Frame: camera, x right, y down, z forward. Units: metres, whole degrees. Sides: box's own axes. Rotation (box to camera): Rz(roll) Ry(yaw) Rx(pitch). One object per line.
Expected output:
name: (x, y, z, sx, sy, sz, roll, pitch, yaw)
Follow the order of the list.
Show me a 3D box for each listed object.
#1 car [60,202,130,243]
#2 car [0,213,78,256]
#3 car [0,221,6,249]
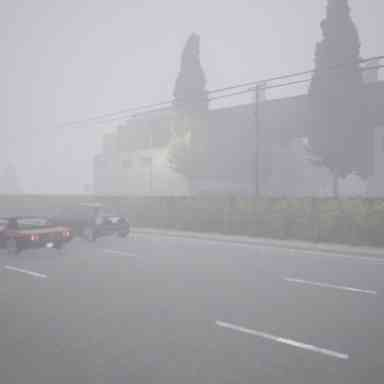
car: (-5.207, 1.332, 16.238, 4.553, 1.767, 2.097, 0, 0, 36)
car: (-6.826, 1.583, 13.085, 4.718, 1.301, 1.895, 0, 0, 36)
car: (-7.618, 1.532, 9.329, 5.357, 1.411, 2.033, 0, 0, 36)
